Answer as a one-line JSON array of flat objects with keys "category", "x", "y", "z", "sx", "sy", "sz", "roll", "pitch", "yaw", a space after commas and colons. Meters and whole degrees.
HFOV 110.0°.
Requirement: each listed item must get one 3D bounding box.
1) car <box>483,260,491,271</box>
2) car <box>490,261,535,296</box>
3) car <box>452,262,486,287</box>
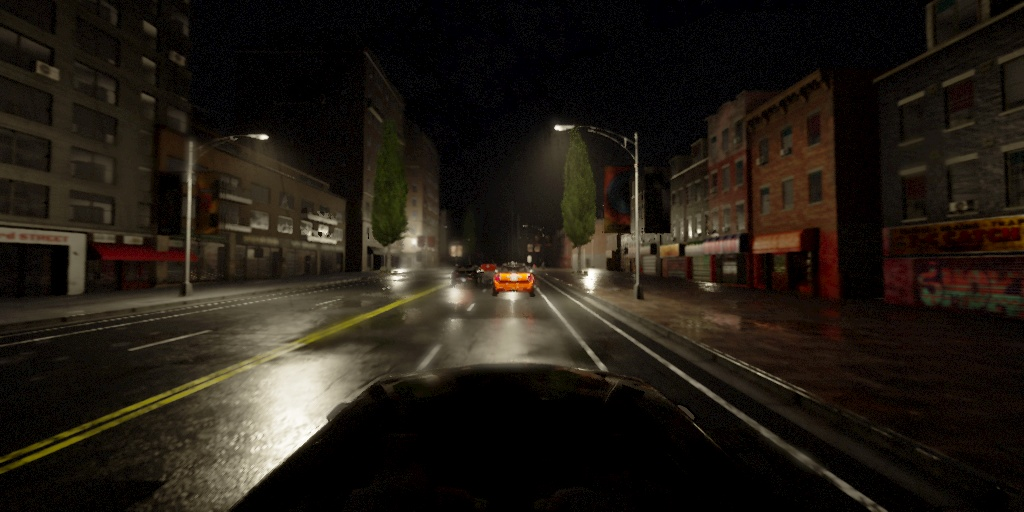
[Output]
[{"category": "car", "x": -3.143, "y": 1.401, "z": 48.764, "sx": 2.097, "sy": 1.767, "sz": 4.553, "roll": 0, "pitch": -1, "yaw": 0}, {"category": "car", "x": 0.102, "y": 1.168, "z": 19.698, "sx": 2.097, "sy": 1.767, "sz": 4.553, "roll": 0, "pitch": 0, "yaw": 0}, {"category": "car", "x": -3.147, "y": 1.362, "z": 25.845, "sx": 1.837, "sy": 1.490, "sz": 4.892, "roll": 0, "pitch": -1, "yaw": 0}]
